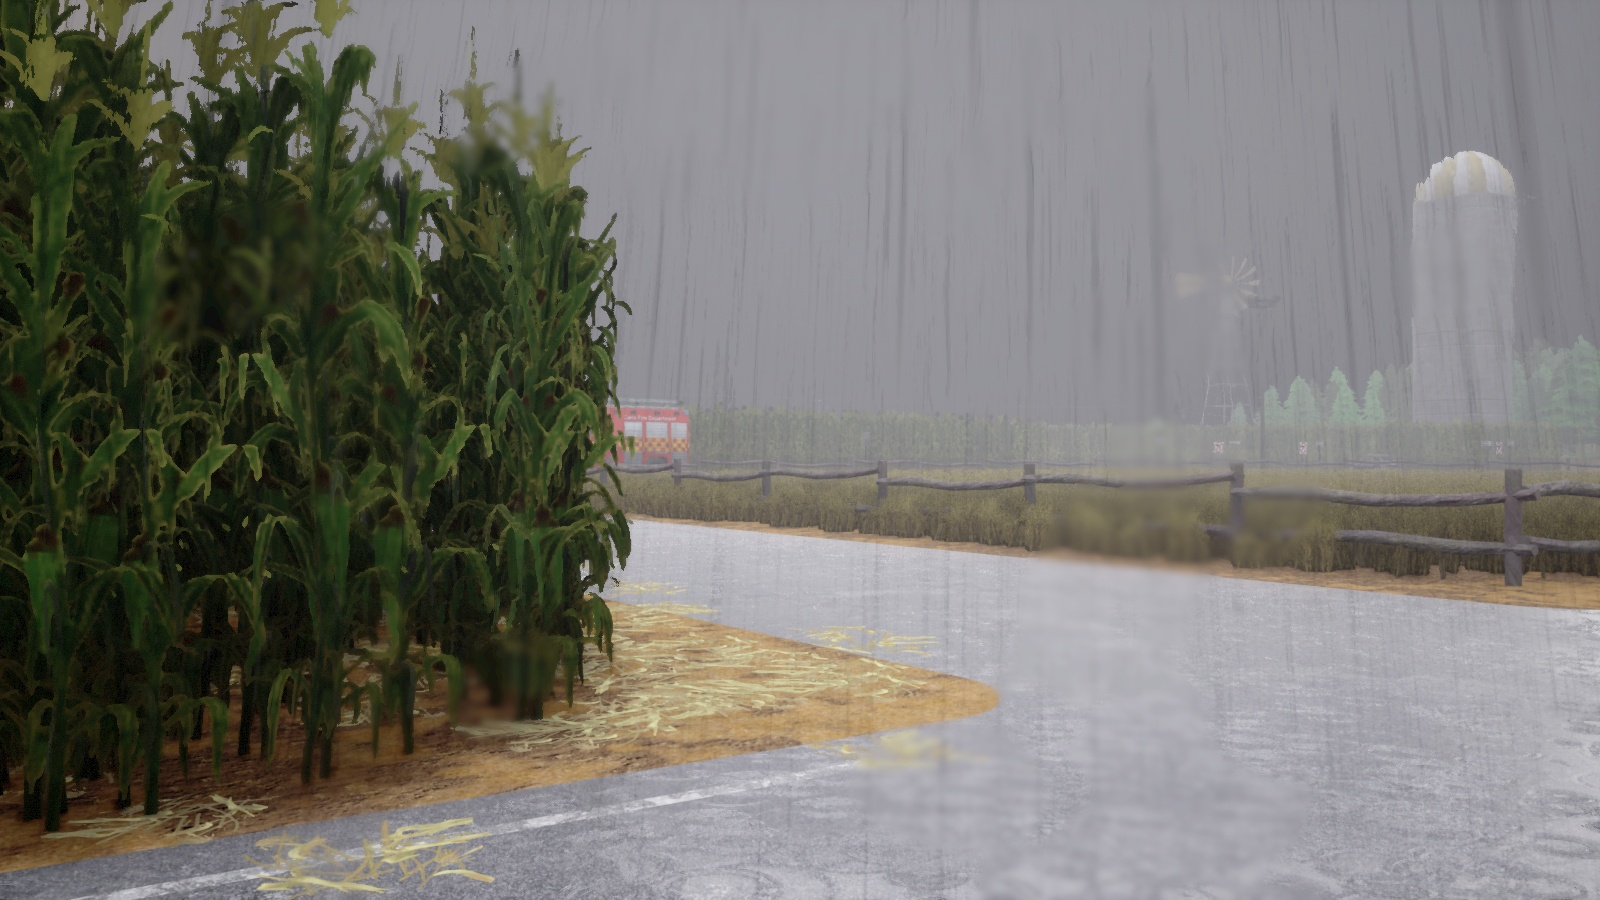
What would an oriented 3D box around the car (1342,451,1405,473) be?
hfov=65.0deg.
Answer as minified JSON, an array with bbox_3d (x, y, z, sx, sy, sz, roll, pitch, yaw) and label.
[{"bbox_3d":[39.514,0.838,86.620,1.970,1.475,3.806,0,0,-14],"label":"car"}]

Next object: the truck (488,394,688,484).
[{"bbox_3d":[-9.525,-0.425,56.943,8.468,3.827,2.891,1,-1,-34],"label":"truck"}]
